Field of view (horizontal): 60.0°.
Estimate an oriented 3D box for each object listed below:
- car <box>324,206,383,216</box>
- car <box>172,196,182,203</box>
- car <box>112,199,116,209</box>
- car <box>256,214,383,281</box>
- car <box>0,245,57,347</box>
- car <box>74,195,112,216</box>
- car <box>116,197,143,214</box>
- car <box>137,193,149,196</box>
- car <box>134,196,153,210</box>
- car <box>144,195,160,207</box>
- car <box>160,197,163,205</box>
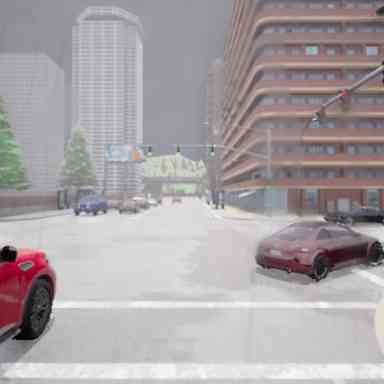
[{"bbox_3d":[11.422,1.636,22.587,4.718,1.301,1.895,0,0,-12],"label":"car"},{"bbox_3d":[-3.502,1.662,77.582,2.097,1.767,4.553,0,0,0],"label":"car"},{"bbox_3d":[-10.591,1.704,45.066,1.812,1.442,4.674,0,0,0],"label":"car"},{"bbox_3d":[3.911,1.578,10.019,4.181,1.385,1.994,0,-1,-34],"label":"car"},{"bbox_3d":[-3.404,1.235,3.400,2.150,2.045,5.566,0,0,0],"label":"car"},{"bbox_3d":[-10.577,1.362,35.313,2.150,2.045,5.566,0,0,2],"label":"car"},{"bbox_3d":[-7.083,1.677,38.165,1.812,1.442,4.674,0,0,-1],"label":"car"},{"bbox_3d":[-10.502,1.482,66.028,2.150,2.045,5.566,0,0,0],"label":"car"},{"bbox_3d":[-7.090,1.712,47.022,1.812,1.442,4.674,0,0,0],"label":"car"},{"bbox_3d":[-7.035,1.753,57.285,1.812,1.442,4.674,0,0,0],"label":"car"},{"bbox_3d":[-7.002,1.770,67.723,1.837,1.490,4.892,0,0,0],"label":"car"}]
